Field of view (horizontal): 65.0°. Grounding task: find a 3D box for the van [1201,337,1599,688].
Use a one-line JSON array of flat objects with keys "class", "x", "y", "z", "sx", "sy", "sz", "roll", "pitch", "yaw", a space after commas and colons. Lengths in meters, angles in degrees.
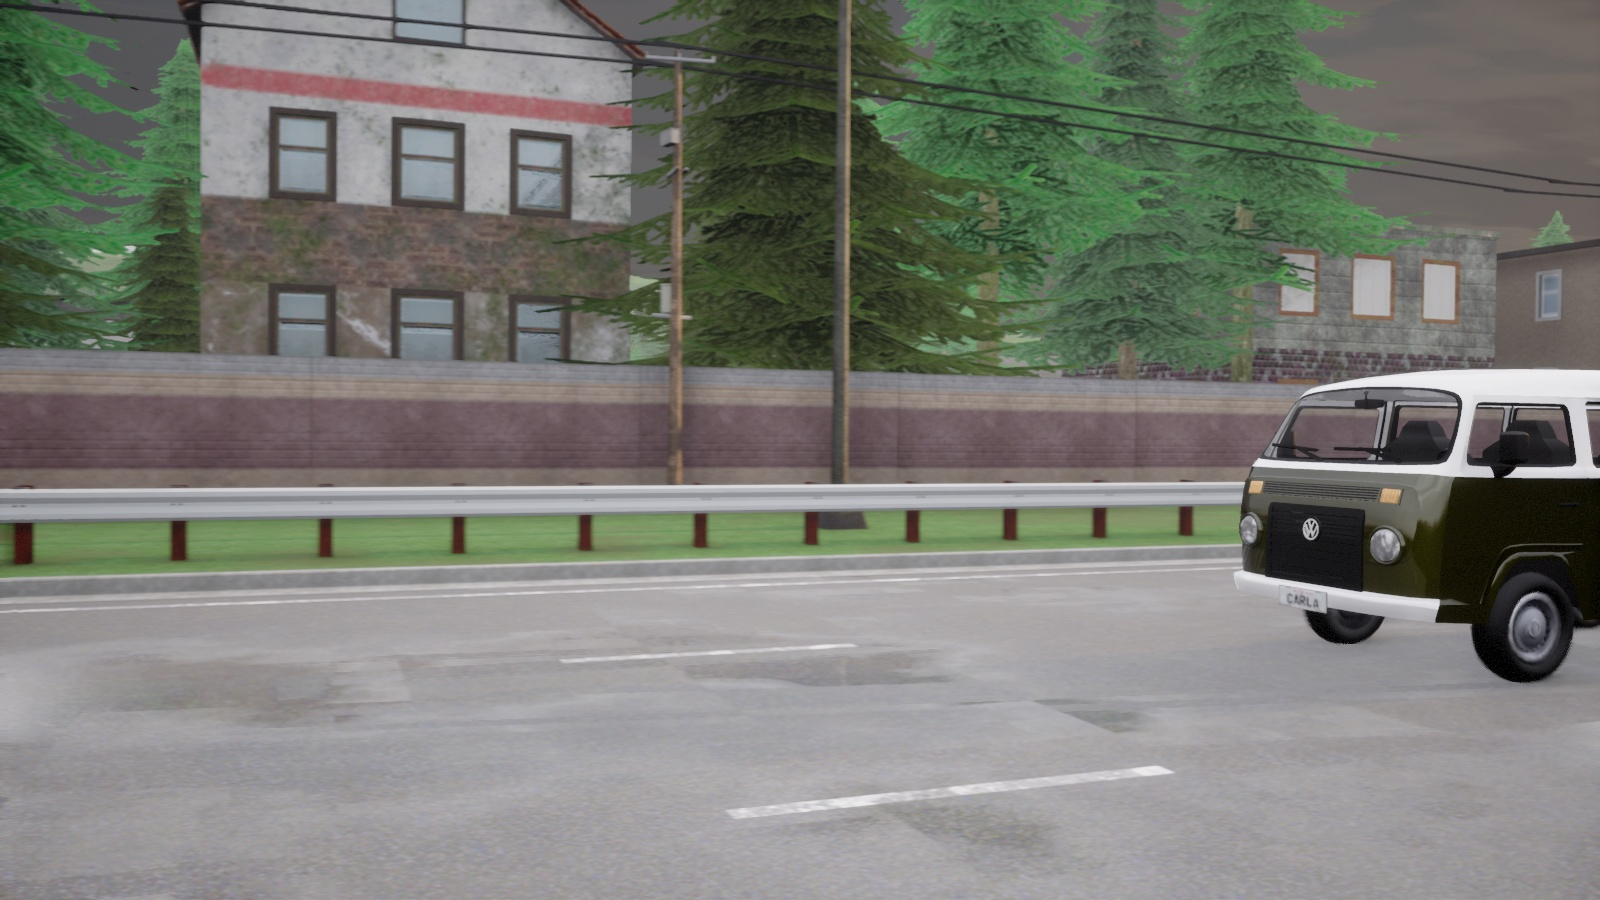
[{"class": "van", "x": 5.408, "y": 0.316, "z": 9.032, "sx": 4.480, "sy": 2.038, "sz": 2.069, "roll": -1, "pitch": 1, "yaw": -21}]
